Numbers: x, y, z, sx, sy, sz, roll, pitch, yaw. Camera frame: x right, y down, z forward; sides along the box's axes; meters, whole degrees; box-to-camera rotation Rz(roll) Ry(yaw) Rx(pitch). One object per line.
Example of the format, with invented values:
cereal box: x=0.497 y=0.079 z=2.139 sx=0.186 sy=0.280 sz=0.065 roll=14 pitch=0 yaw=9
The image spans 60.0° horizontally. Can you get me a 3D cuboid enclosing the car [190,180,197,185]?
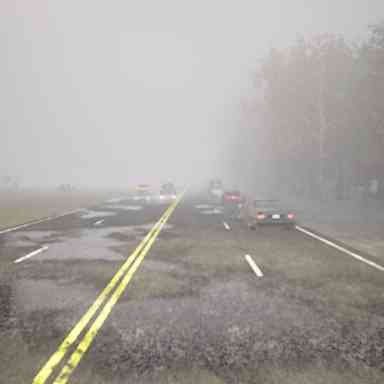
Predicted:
car: x=0.451 y=-2.585 z=93.303 sx=2.033 sy=1.411 sz=5.357 roll=0 pitch=2 yaw=0

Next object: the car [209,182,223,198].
car: x=3.421 y=-0.083 z=39.814 sx=1.895 sy=1.301 sz=4.718 roll=1 pitch=4 yaw=0

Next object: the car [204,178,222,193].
car: x=3.484 y=-0.946 z=50.804 sx=2.150 sy=2.045 sz=5.566 roll=1 pitch=1 yaw=0

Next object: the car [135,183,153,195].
car: x=-6.397 y=-0.398 z=44.760 sx=1.882 sy=1.535 sz=5.008 roll=0 pitch=3 yaw=1

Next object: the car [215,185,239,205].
car: x=3.353 y=0.362 z=28.807 sx=1.994 sy=1.385 sz=4.181 roll=0 pitch=1 yaw=0

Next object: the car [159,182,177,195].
car: x=-3.149 y=-0.502 z=44.283 sx=2.097 sy=1.767 sz=4.553 roll=0 pitch=3 yaw=0

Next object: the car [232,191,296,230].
car: x=3.418 y=0.922 z=16.111 sx=2.033 sy=1.411 sz=5.357 roll=-1 pitch=3 yaw=0

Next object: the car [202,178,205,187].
car: x=3.599 y=-1.767 z=72.728 sx=2.097 sy=1.767 sz=4.553 roll=1 pitch=1 yaw=0

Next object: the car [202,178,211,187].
car: x=3.667 y=-2.385 z=83.772 sx=2.150 sy=2.045 sz=5.566 roll=1 pitch=1 yaw=0
